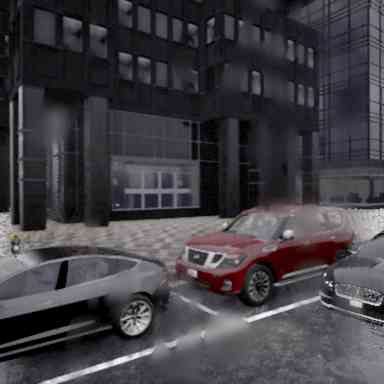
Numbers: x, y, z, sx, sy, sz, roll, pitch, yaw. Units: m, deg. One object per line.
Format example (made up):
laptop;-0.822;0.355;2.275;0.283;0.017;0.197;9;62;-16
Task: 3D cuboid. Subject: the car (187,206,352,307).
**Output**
car;2.065;1.296;8.126;5.009;1.841;2.192;0;0;-35

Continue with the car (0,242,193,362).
car;-2.352;1.562;4.975;4.313;1.339;1.947;0;0;-35

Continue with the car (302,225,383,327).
car;4.516;1.484;6.575;4.892;1.490;1.837;0;0;-36
